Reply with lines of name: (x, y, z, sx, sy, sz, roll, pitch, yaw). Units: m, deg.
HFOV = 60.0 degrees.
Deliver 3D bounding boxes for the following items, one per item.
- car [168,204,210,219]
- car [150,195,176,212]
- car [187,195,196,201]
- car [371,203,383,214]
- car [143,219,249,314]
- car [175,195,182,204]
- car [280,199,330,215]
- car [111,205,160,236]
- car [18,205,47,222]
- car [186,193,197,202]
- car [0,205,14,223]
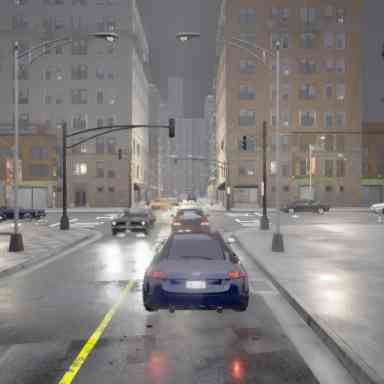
car: (-0.085, 1.525, 16.469, 1.812, 1.442, 4.674, 0, 0, -1)
car: (-3.618, 1.488, 39.268, 1.882, 1.535, 5.008, 0, 0, 8)
car: (-0.103, 1.582, 86.624, 2.128, 1.511, 4.902, 0, 0, 0)
car: (20.423, 1.438, 33.289, 4.674, 1.442, 1.812, 0, 0, -1)
car: (0.084, 1.564, 7.725, 1.994, 1.385, 4.181, 0, 0, 0)
car: (-3.098, 1.572, 53.460, 2.033, 1.411, 5.357, 0, 0, 0)
car: (11.161, 1.449, 33.236, 4.892, 1.490, 1.837, 0, 0, 0)
car: (-3.100, 1.600, 18.434, 1.895, 1.301, 4.718, 0, 0, 0)
car: (-14.150, 1.647, 26.379, 4.718, 1.301, 1.895, 0, 0, 0)
car: (-0.070, 1.274, 76.236, 2.150, 2.045, 5.566, 0, 0, 0)
car: (-15.221, 1.615, 23.124, 4.181, 1.385, 1.994, 0, 0, 0)
